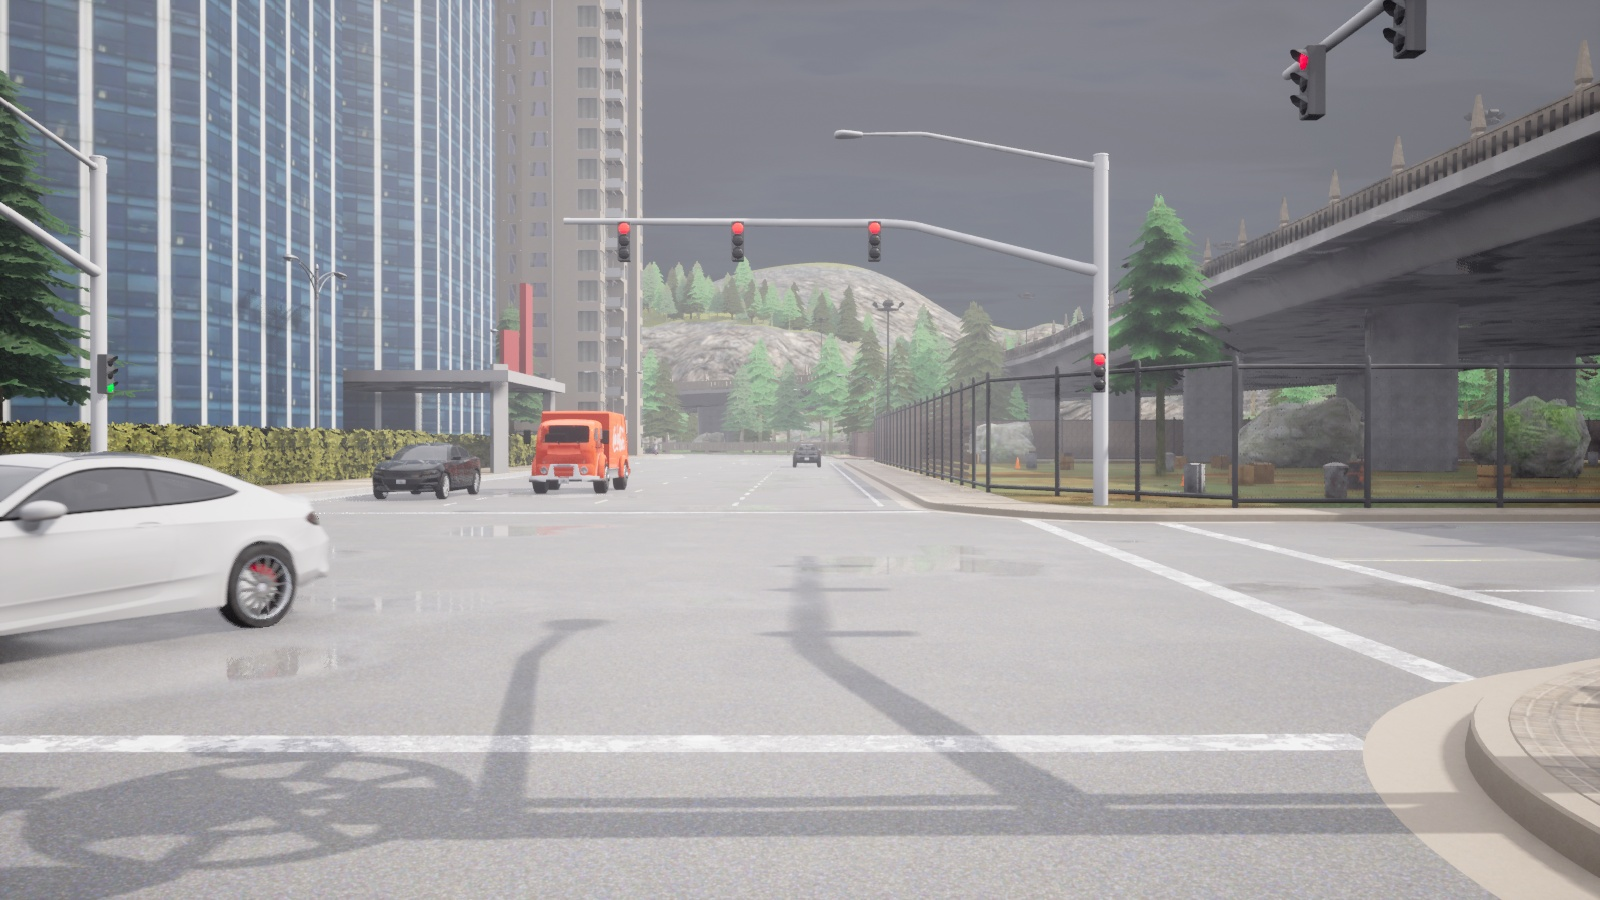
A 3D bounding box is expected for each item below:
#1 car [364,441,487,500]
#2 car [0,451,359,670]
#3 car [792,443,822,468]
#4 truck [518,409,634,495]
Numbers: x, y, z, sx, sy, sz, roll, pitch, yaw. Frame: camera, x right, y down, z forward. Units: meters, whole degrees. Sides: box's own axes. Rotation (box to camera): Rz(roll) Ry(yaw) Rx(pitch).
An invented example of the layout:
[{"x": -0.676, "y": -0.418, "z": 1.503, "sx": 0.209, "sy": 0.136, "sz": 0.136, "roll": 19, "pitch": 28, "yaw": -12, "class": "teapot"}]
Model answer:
[{"x": -10.300, "y": 0.519, "z": 34.939, "sx": 1.882, "sy": 1.535, "sz": 5.008, "roll": 0, "pitch": 0, "yaw": 0, "class": "car"}, {"x": -5.771, "y": 0.738, "z": 9.474, "sx": 1.812, "sy": 1.442, "sz": 4.674, "roll": 0, "pitch": 0, "yaw": 26, "class": "car"}, {"x": 0.431, "y": 0.317, "z": 78.489, "sx": 1.816, "sy": 1.474, "sz": 4.193, "roll": 0, "pitch": 0, "yaw": 0, "class": "car"}, {"x": -6.780, "y": 0.036, "z": 38.678, "sx": 2.627, "sy": 2.467, "sz": 5.204, "roll": 0, "pitch": 0, "yaw": 0, "class": "truck"}]
